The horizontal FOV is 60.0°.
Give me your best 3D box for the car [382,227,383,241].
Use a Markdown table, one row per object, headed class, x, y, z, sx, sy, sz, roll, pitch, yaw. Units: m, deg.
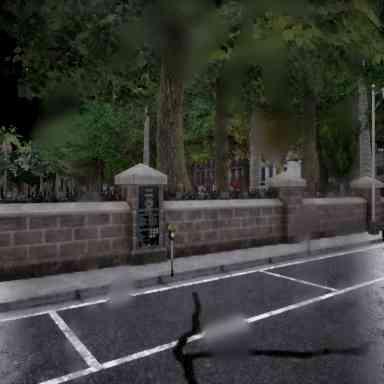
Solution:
| class | x | y | z | sx | sy | sz | roll | pitch | yaw |
| --- | --- | --- | --- | --- | --- | --- | --- | --- | --- |
| car | 9.754 | 1.310 | 13.498 | 5.009 | 1.841 | 2.192 | 0 | 0 | -36 |
